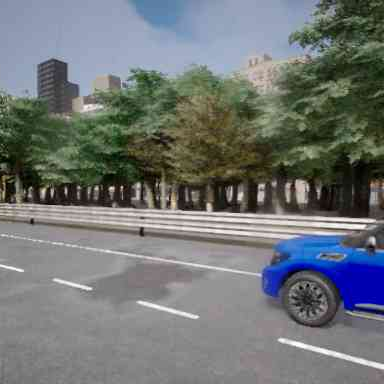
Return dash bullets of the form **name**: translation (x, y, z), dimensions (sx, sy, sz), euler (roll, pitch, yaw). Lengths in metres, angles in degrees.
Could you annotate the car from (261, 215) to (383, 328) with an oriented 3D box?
- **car**: translation (3.953, 1.224, 5.347), dimensions (5.566, 2.045, 2.150), euler (0, 0, 36)
